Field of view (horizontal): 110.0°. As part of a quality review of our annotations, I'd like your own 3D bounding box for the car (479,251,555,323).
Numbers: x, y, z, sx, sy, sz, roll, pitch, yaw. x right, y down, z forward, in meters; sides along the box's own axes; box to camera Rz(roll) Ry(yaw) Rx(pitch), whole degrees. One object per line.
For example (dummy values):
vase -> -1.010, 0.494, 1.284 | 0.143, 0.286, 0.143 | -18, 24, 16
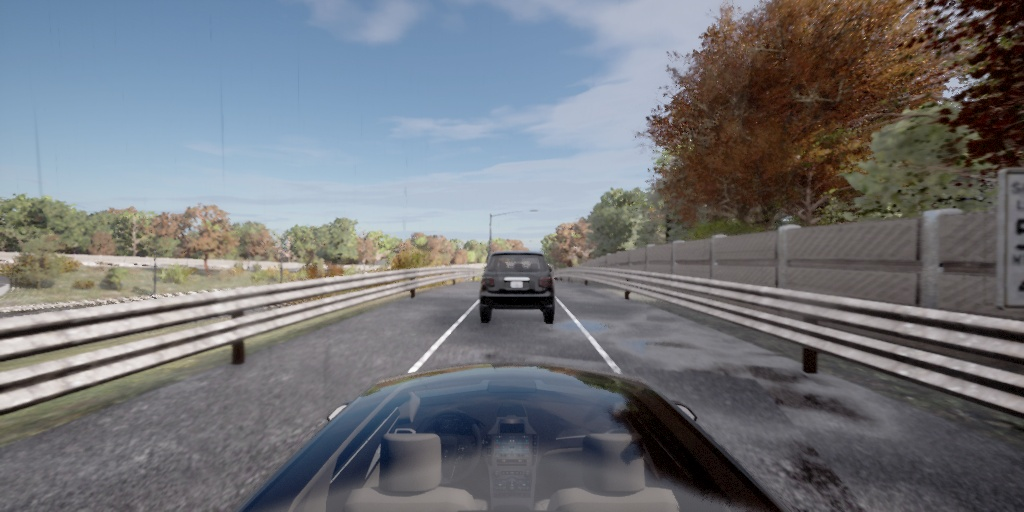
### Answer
car -> 0.204, 0.920, 12.090 | 2.150, 2.045, 5.566 | 0, -2, 2
